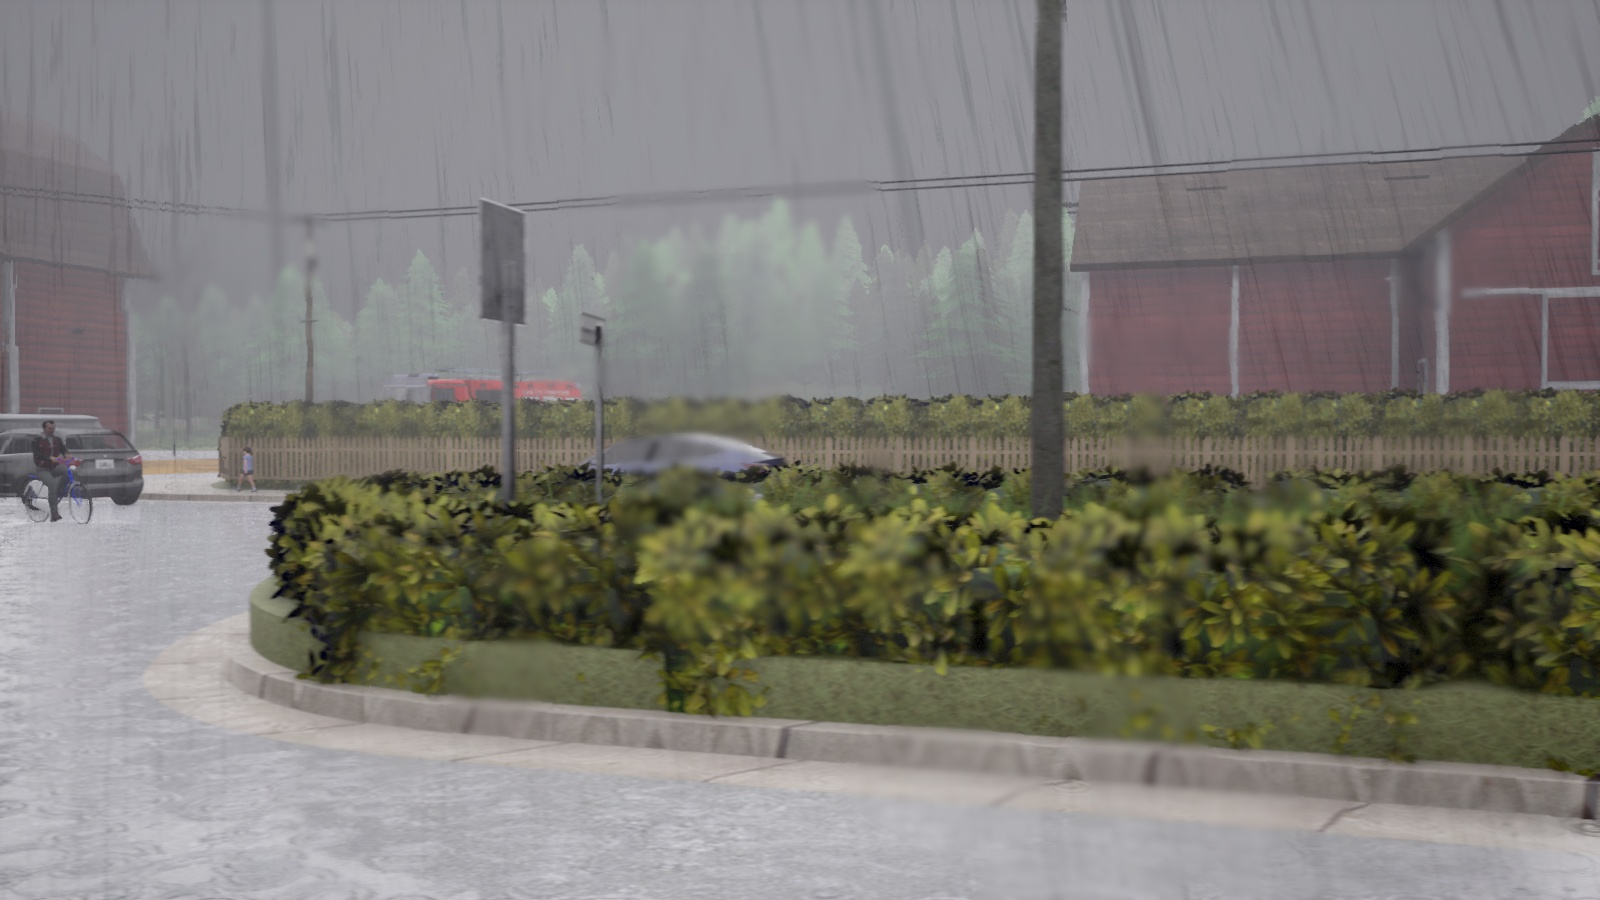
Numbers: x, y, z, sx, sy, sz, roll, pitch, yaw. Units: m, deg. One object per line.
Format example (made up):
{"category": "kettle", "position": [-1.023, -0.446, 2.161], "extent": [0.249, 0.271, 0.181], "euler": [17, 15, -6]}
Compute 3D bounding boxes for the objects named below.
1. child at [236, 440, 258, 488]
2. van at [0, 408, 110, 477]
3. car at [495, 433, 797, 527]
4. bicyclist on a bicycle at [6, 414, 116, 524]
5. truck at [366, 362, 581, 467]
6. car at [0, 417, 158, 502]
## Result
{"category": "child", "position": [-12.810, 0.326, 29.107], "extent": [0.394, 1.110, 0.255], "euler": [1, 1, 19]}
{"category": "van", "position": [-23.224, -0.249, 37.295], "extent": [1.775, 1.987, 4.442], "euler": [1, 2, 43]}
{"category": "car", "position": [-2.660, 0.456, 22.036], "extent": [4.792, 1.488, 2.163], "euler": [1, 1, 17]}
{"category": "bicyclist on a bicycle", "position": [-12.422, 0.292, 21.113], "extent": [1.843, 1.776, 0.659], "euler": [1, 3, 27]}
{"category": "truck", "position": [-12.763, -1.381, 50.034], "extent": [2.891, 3.827, 8.468], "euler": [1, 1, 34]}
{"category": "car", "position": [-16.095, 0.156, 26.492], "extent": [4.611, 1.667, 2.242], "euler": [0, 1, 26]}
